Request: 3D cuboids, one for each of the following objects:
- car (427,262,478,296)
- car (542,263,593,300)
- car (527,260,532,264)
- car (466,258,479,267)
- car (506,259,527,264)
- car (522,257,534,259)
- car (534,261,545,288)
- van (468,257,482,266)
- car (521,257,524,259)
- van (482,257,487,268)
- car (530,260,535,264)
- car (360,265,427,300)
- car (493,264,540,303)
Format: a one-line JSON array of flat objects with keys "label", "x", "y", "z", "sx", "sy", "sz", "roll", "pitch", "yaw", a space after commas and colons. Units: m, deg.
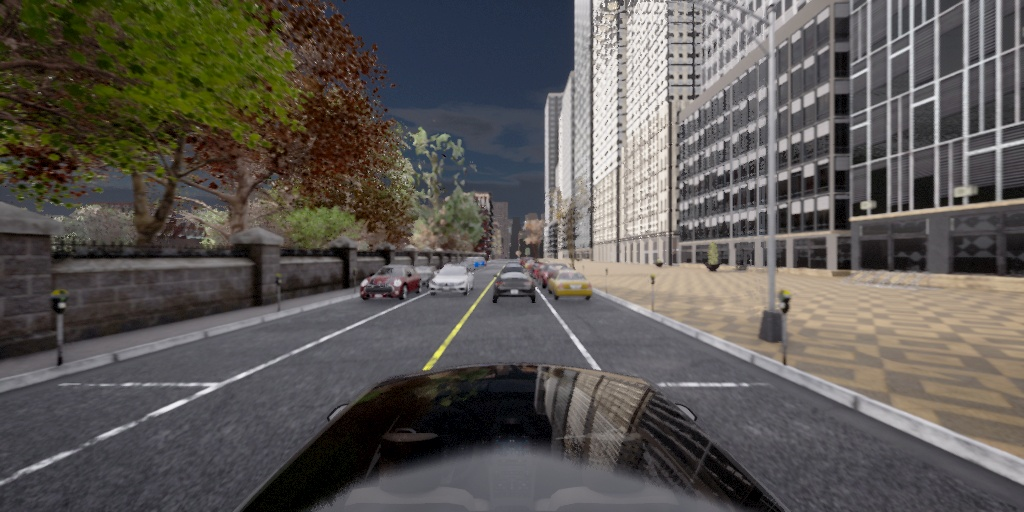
[{"label": "car", "x": -3.086, "y": 1.257, "z": 19.229, "sx": 1.812, "sy": 1.442, "sz": 4.674, "roll": 0, "pitch": 0, "yaw": 0}, {"label": "car", "x": 2.689, "y": 1.259, "z": 17.439, "sx": 1.751, "sy": 1.417, "sz": 4.829, "roll": 0, "pitch": 0, "yaw": 0}, {"label": "car", "x": 2.690, "y": 1.297, "z": 34.163, "sx": 1.948, "sy": 1.339, "sz": 4.313, "roll": 0, "pitch": 0, "yaw": 0}, {"label": "car", "x": -5.690, "y": 1.298, "z": 45.429, "sx": 1.948, "sy": 1.339, "sz": 4.313, "roll": 0, "pitch": 0, "yaw": 0}, {"label": "car", "x": 0.100, "y": 1.278, "z": 33.467, "sx": 2.033, "sy": 1.411, "sz": 5.357, "roll": 0, "pitch": 0, "yaw": 0}, {"label": "car", "x": 2.691, "y": 1.259, "z": 51.230, "sx": 1.751, "sy": 1.417, "sz": 4.829, "roll": 0, "pitch": 0, "yaw": 0}, {"label": "car", "x": 2.690, "y": 1.170, "z": 22.900, "sx": 1.967, "sy": 1.591, "sz": 4.097, "roll": 0, "pitch": 0, "yaw": 0}, {"label": "van", "x": -5.690, "y": 1.075, "z": 51.061, "sx": 1.690, "sy": 1.789, "sz": 3.998, "roll": 0, "pitch": 0, "yaw": 0}, {"label": "car", "x": 2.691, "y": 1.050, "z": 56.693, "sx": 2.192, "sy": 1.841, "sz": 5.009, "roll": 0, "pitch": 0, "yaw": 0}, {"label": "van", "x": -5.690, "y": 1.079, "z": 62.325, "sx": 1.690, "sy": 1.789, "sz": 3.998, "roll": 0, "pitch": 0, "yaw": 0}, {"label": "car", "x": 2.689, "y": 1.275, "z": 28.531, "sx": 1.888, "sy": 1.381, "sz": 4.507, "roll": 0, "pitch": 0, "yaw": 0}, {"label": "car", "x": -5.691, "y": 1.173, "z": 17.269, "sx": 1.967, "sy": 1.591, "sz": 4.097, "roll": 0, "pitch": 0, "yaw": 0}, {"label": "car", "x": 0.109, "y": 1.260, "z": 16.549, "sx": 1.812, "sy": 1.442, "sz": 4.674, "roll": 0, "pitch": 0, "yaw": 0}]
